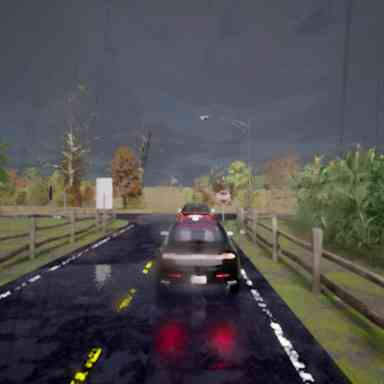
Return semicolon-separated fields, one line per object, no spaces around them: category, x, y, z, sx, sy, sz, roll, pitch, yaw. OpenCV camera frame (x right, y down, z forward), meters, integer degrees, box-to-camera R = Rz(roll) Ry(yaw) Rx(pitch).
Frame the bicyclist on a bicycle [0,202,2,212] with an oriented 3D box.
bicyclist on a bicycle;-22.227;1.523;38.030;0.582;1.620;1.656;0;0;1

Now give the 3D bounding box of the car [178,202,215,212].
car;0.249;1.369;18.891;2.097;1.767;4.553;0;0;2

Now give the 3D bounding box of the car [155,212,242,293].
car;0.142;1.499;8.884;2.128;1.511;4.902;0;0;0
